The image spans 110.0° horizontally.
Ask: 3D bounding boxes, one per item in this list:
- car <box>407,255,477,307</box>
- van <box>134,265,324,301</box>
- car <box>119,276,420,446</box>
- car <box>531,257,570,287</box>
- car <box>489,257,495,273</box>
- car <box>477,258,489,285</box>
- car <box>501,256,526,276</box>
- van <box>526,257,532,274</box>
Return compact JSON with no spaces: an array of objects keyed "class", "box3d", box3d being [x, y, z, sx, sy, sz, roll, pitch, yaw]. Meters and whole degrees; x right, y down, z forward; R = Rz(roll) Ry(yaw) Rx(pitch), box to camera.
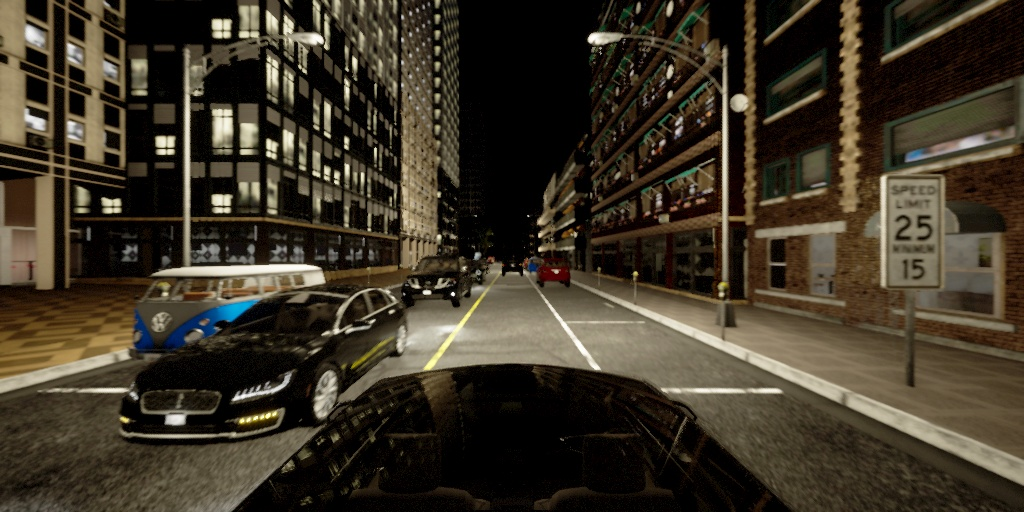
[{"class":"car","box3d":[-3.072,0.979,15.858,2.150,2.045,5.566,0,0,1]},{"class":"van","box3d":[-5.682,1.094,7.779,1.690,1.789,3.998,0,0,0]},{"class":"car","box3d":[-3.091,1.258,5.736,1.837,1.490,4.892,0,0,0]},{"class":"car","box3d":[2.726,1.077,24.418,2.192,1.841,5.009,0,0,0]},{"class":"car","box3d":[-2.949,0.906,32.827,2.128,1.511,4.902,0,0,0]},{"class":"car","box3d":[-3.053,1.114,26.174,2.097,1.767,4.553,0,0,0]},{"class":"car","box3d":[0.060,0.990,36.895,2.150,2.045,5.566,0,0,0]},{"class":"van","box3d":[2.755,1.113,41.071,1.690,1.789,3.998,0,0,0]}]
